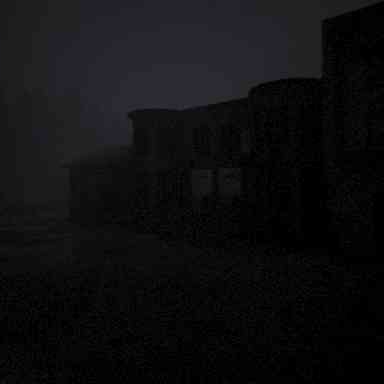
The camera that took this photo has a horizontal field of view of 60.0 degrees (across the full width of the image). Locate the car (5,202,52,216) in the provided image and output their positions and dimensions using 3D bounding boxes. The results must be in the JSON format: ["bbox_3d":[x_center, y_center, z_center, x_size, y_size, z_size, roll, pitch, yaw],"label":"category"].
[{"bbox_3d":[-18.521,1.874,37.936,1.882,1.535,5.008,-1,0,36],"label":"car"}]
